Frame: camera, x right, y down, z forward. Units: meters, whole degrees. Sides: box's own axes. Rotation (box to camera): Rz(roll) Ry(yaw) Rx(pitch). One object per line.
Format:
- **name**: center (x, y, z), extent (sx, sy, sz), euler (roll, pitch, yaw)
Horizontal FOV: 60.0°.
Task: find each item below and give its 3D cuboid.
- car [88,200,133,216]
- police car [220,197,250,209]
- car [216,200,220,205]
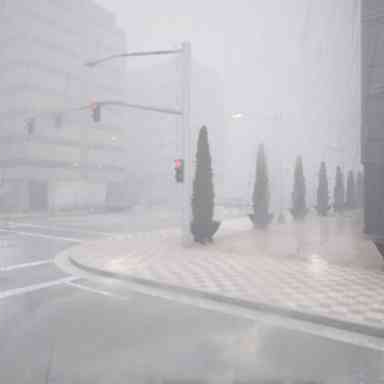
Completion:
- **car**: center (-8.088, 1.548, 33.317), extent (2.128, 1.511, 4.902), euler (0, 0, 35)
- **police car**: center (6.445, 1.560, 47.679), extent (2.038, 1.542, 4.974), euler (0, 0, 35)
- **car**: center (5.422, 1.563, 52.405), extent (1.837, 1.490, 4.892), euler (0, -1, 36)
